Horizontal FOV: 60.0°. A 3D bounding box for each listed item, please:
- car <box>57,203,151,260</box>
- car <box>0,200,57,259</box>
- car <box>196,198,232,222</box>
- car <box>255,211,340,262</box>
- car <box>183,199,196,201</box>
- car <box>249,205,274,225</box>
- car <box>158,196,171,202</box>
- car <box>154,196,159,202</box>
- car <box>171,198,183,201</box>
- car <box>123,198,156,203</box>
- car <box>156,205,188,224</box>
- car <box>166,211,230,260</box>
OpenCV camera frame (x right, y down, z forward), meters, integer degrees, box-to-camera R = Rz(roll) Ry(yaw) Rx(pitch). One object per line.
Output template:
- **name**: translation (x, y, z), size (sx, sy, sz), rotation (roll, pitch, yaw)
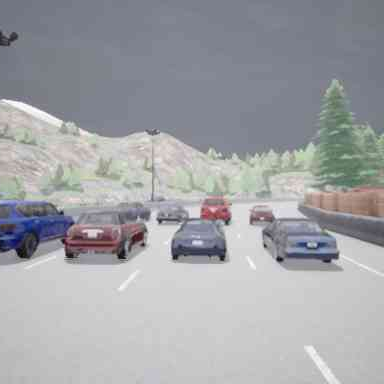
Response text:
- **car**: translation (-3.151, 1.469, 13.168), size (2.097, 1.767, 4.553), rotation (0, -1, 4)
- **car**: translation (-6.652, 1.334, 13.349), size (2.150, 2.045, 5.566), rotation (0, 0, 4)
- **car**: translation (1.972, 1.464, 26.596), size (2.150, 2.045, 5.566), rotation (0, 0, 10)
- **car**: translation (3.820, 1.668, 12.577), size (2.033, 1.411, 5.357), rotation (0, 0, 4)
- **car**: translation (0.491, 2.306, 77.306), size (1.895, 1.301, 4.718), rotation (0, -1, 26)
- **car**: translation (5.498, 1.775, 26.387), size (1.812, 1.442, 4.674), rotation (0, 0, 10)
- **car**: translation (-5.587, 2.261, 80.810), size (1.812, 1.442, 4.674), rotation (0, -1, 26)
- **car**: translation (-8.640, 1.973, 82.522), size (2.150, 2.045, 5.566), rotation (0, -1, 26)
- **car**: translation (-2.546, 2.278, 79.075), size (1.994, 1.385, 4.181), rotation (0, -1, 26)
- **car**: translation (-4.917, 1.602, 27.815), size (2.097, 1.767, 4.553), rotation (0, -1, 10)
- **car**: translation (-1.484, 1.797, 27.150), size (2.033, 1.411, 5.357), rotation (0, -1, 10)
- **car**: translation (0.358, 1.687, 13.112), size (1.994, 1.385, 4.181), rotation (0, 0, 5)
